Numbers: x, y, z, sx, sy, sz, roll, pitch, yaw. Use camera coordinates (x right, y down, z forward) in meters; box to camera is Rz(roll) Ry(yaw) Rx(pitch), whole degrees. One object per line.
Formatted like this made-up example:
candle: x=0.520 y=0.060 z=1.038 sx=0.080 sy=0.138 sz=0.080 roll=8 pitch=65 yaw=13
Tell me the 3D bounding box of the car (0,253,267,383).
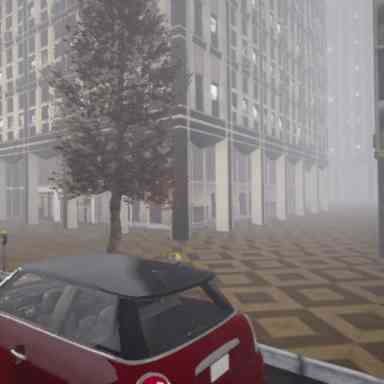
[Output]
car: x=-1.351 y=1.440 z=3.819 sx=4.097 sy=1.590 sz=1.967 roll=0 pitch=-1 yaw=36
